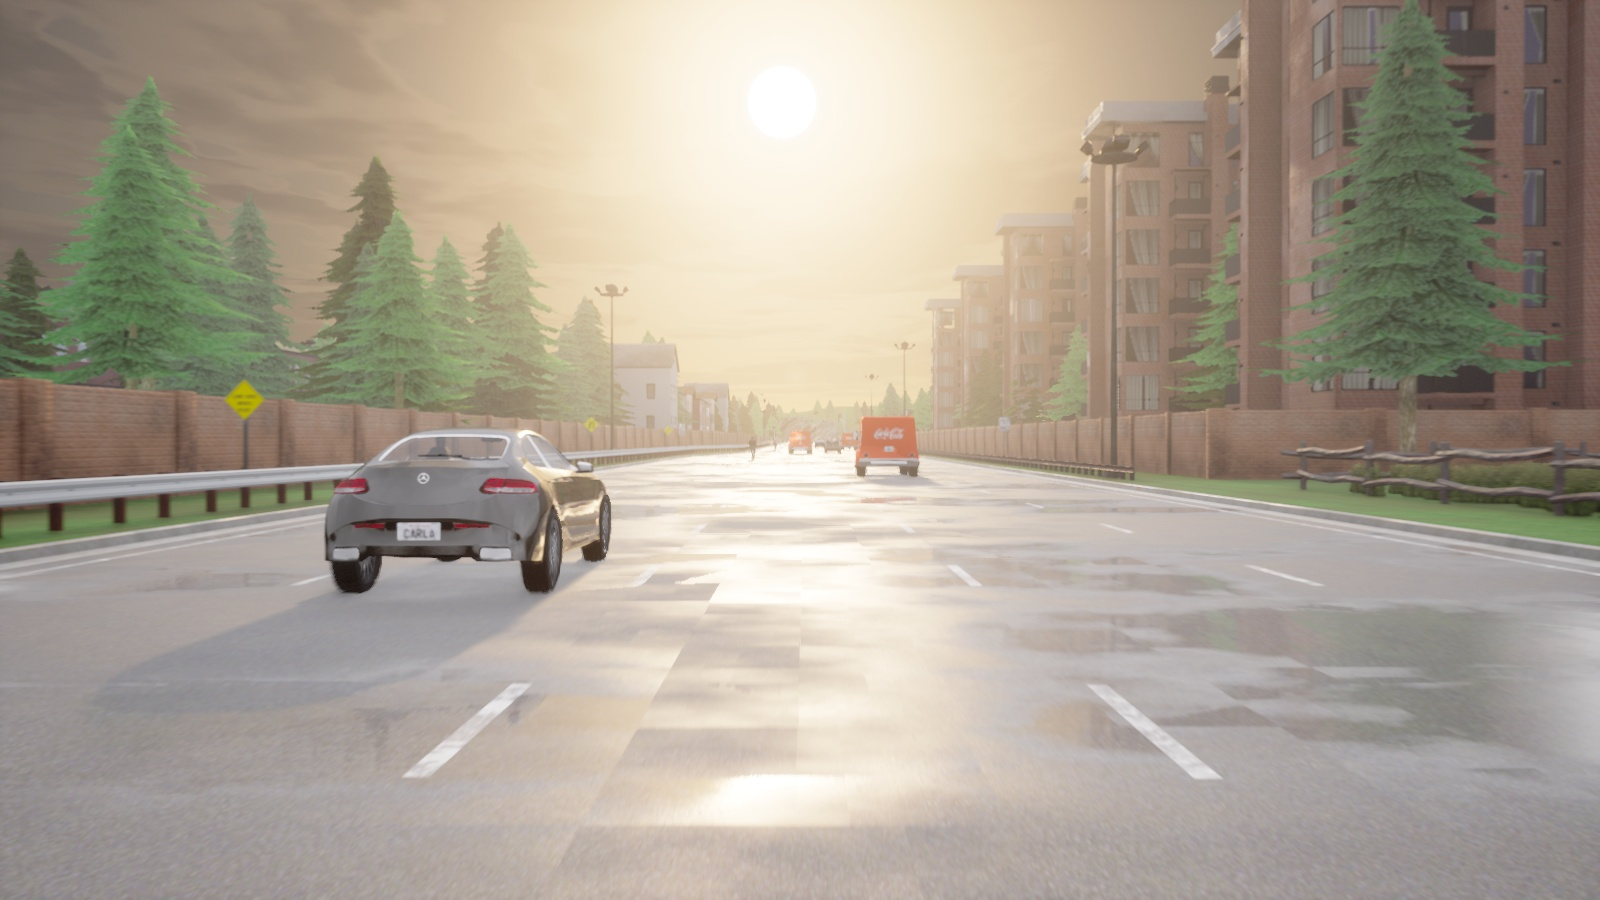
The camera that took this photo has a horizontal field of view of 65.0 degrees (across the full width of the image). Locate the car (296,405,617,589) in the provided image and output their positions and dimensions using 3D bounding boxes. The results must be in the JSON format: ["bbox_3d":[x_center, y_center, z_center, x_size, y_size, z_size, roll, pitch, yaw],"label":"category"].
[{"bbox_3d":[-3.449,0.405,13.790,2.152,1.651,5.027,0,0,0],"label":"car"}]

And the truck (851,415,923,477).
[{"bbox_3d":[3.543,-0.182,52.368,2.627,2.467,5.204,0,0,0],"label":"truck"}]
